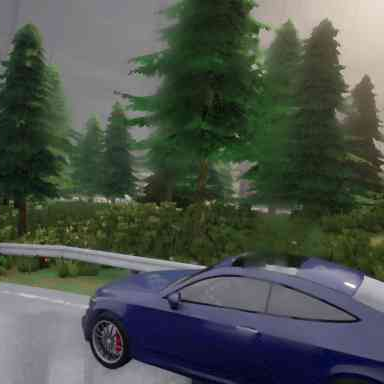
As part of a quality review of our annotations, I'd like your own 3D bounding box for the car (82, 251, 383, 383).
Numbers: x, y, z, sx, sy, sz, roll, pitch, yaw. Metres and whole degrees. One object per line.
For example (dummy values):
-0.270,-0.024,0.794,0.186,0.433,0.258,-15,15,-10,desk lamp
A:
0.735,1.499,4.111,4.674,1.442,1.812,1,1,31,car
